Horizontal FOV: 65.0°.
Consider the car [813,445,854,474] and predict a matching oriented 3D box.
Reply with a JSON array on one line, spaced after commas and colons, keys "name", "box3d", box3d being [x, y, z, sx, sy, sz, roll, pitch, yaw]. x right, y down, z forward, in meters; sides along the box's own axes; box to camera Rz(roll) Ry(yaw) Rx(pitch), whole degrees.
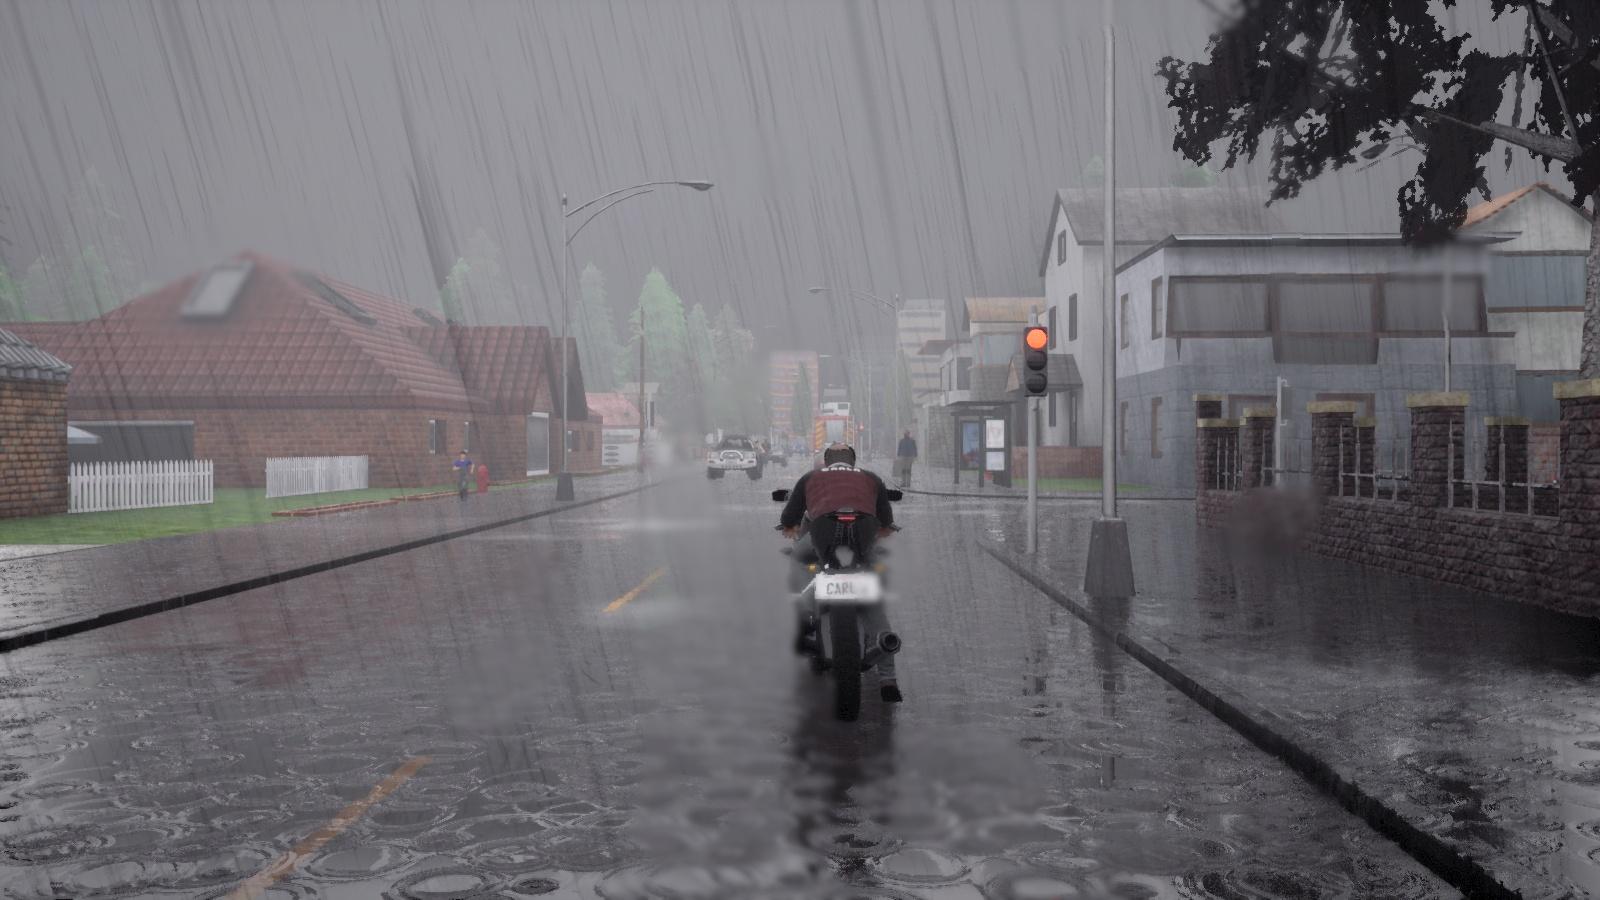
[{"name": "car", "box3d": [1.709, 0.458, 62.615, 1.994, 1.385, 4.181, 0, 0, 2]}]

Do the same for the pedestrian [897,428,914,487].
[{"name": "pedestrian", "box3d": [3.323, 0.236, 39.458, 0.402, 1.842, 0.726, 0, 0, 16]}]

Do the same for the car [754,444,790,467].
[{"name": "car", "box3d": [-1.776, 0.335, 81.004, 2.033, 1.411, 5.357, 0, 0, 2]}]

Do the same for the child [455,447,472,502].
[{"name": "child", "box3d": [-7.848, 0.565, 29.277, 0.270, 1.263, 0.437, 0, 0, 0]}]

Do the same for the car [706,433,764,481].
[{"name": "car", "box3d": [-2.597, 0.276, 51.128, 1.932, 1.855, 4.605, 0, 0, 2]}]

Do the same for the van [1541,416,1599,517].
[{"name": "van", "box3d": [18.378, 0.336, 26.301, 4.480, 2.038, 2.069, 0, 0, -1]}]

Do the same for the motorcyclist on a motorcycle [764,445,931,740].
[{"name": "motorcyclist on a motorcycle", "box3d": [0.244, 0.739, 7.623, 0.866, 1.530, 2.191, 0, 0, 0]}]

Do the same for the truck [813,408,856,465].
[{"name": "truck", "box3d": [2.443, -0.918, 88.847, 2.891, 3.827, 8.468, 0, 0, 1]}]
